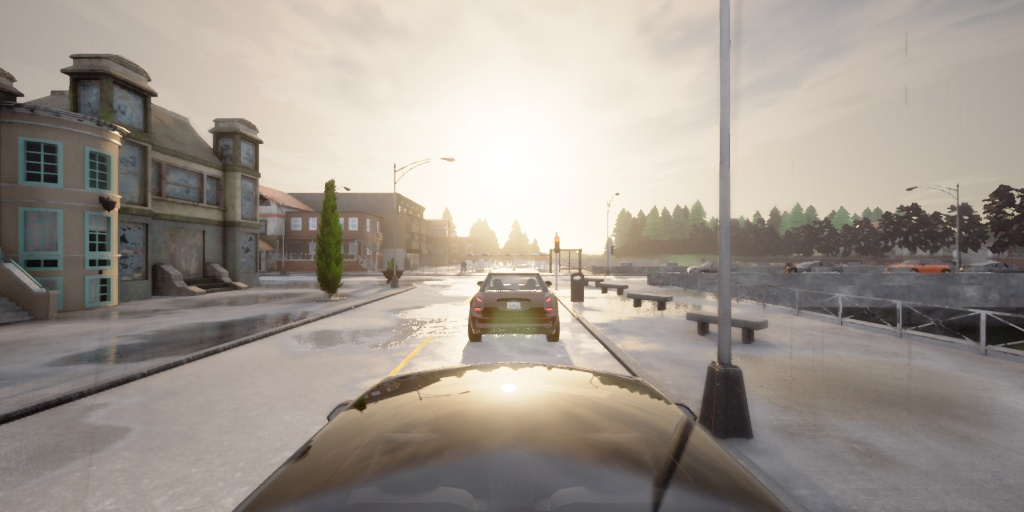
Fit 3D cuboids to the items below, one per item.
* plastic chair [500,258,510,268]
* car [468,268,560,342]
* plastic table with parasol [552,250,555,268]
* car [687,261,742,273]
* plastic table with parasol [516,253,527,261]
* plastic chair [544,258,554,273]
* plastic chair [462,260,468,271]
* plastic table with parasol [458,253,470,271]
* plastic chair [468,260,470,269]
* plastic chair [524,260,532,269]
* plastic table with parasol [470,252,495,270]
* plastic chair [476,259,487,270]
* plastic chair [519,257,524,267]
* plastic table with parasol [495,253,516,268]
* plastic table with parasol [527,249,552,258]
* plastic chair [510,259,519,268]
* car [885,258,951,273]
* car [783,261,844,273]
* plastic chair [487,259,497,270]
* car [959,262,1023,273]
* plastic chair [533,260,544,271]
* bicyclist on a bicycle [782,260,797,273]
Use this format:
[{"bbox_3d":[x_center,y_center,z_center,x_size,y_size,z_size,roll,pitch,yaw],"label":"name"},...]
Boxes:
[{"bbox_3d":[-1.087,1.297,55.734,0.750,1.272,0.730,0,0,0],"label":"plastic chair"},{"bbox_3d":[0.064,1.105,9.990,2.097,1.767,4.553,0,0,1],"label":"car"},{"bbox_3d":[5.170,0.693,57.814,2.482,2.480,2.482,0,0,0],"label":"plastic table with parasol"},{"bbox_3d":[19.233,1.252,34.073,4.902,1.511,2.128,0,0,0],"label":"car"},{"bbox_3d":[1.361,0.695,64.537,2.482,2.480,2.482,0,0,0],"label":"plastic table with parasol"},{"bbox_3d":[4.991,1.294,49.015,0.730,1.272,0.750,0,0,0],"label":"plastic chair"},{"bbox_3d":[-6.885,1.296,55.385,0.750,1.272,0.730,0,0,0],"label":"plastic chair"},{"bbox_3d":[-6.955,0.693,56.563,2.482,2.480,2.482,0,0,0],"label":"plastic table with parasol"},{"bbox_3d":[-5.405,1.295,50.048,0.730,1.272,0.750,0,0,0],"label":"plastic chair"},{"bbox_3d":[2.392,1.294,49.223,0.730,1.272,0.750,0,0,0],"label":"plastic chair"},{"bbox_3d":[-4.086,0.691,49.964,2.482,2.480,2.482,0,0,0],"label":"plastic table with parasol"},{"bbox_3d":[-4.210,1.294,48.744,0.750,1.272,0.730,0,0,0],"label":"plastic chair"},{"bbox_3d":[1.241,1.299,63.359,0.750,1.272,0.730,0,0,0],"label":"plastic chair"},{"bbox_3d":[-1.033,0.693,56.934,2.482,2.480,2.482,0,0,0],"label":"plastic table with parasol"},{"bbox_3d":[3.732,0.690,49.189,2.482,2.480,2.482,0,0,0],"label":"plastic table with parasol"},{"bbox_3d":[0.316,1.297,56.830,0.730,1.272,0.750,0,0,0],"label":"plastic chair"},{"bbox_3d":[38.344,1.112,33.994,4.553,1.767,2.097,0,0,0],"label":"car"},{"bbox_3d":[28.530,1.265,34.040,4.892,1.490,1.837,0,0,0],"label":"car"},{"bbox_3d":[-2.806,1.295,49.840,0.730,1.272,0.750,0,0,0],"label":"plastic chair"},{"bbox_3d":[40.461,1.264,29.896,4.892,1.490,1.837,0,0,1],"label":"car"},{"bbox_3d":[3.588,1.294,47.919,0.750,1.272,0.730,0,0,0],"label":"plastic chair"},{"bbox_3d":[19.887,1.106,25.673,0.582,1.620,1.656,0,0,0],"label":"bicyclist on a bicycle"}]
